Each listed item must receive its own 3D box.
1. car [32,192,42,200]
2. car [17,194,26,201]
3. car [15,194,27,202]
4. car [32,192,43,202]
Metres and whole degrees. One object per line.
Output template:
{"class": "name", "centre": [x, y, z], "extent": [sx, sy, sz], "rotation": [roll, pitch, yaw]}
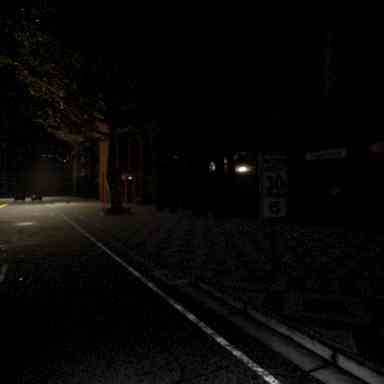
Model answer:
{"class": "car", "centre": [-37.933, 0.938, 81.226], "extent": [2.150, 2.045, 5.566], "rotation": [-1, 0, -26]}
{"class": "car", "centre": [-40.669, 1.206, 79.421], "extent": [1.837, 1.490, 4.892], "rotation": [-1, 0, -26]}
{"class": "car", "centre": [-36.163, 1.339, 70.024], "extent": [1.837, 1.490, 4.892], "rotation": [-1, 0, -26]}
{"class": "car", "centre": [-33.412, 1.314, 71.805], "extent": [1.837, 1.490, 4.892], "rotation": [-1, 0, -26]}
